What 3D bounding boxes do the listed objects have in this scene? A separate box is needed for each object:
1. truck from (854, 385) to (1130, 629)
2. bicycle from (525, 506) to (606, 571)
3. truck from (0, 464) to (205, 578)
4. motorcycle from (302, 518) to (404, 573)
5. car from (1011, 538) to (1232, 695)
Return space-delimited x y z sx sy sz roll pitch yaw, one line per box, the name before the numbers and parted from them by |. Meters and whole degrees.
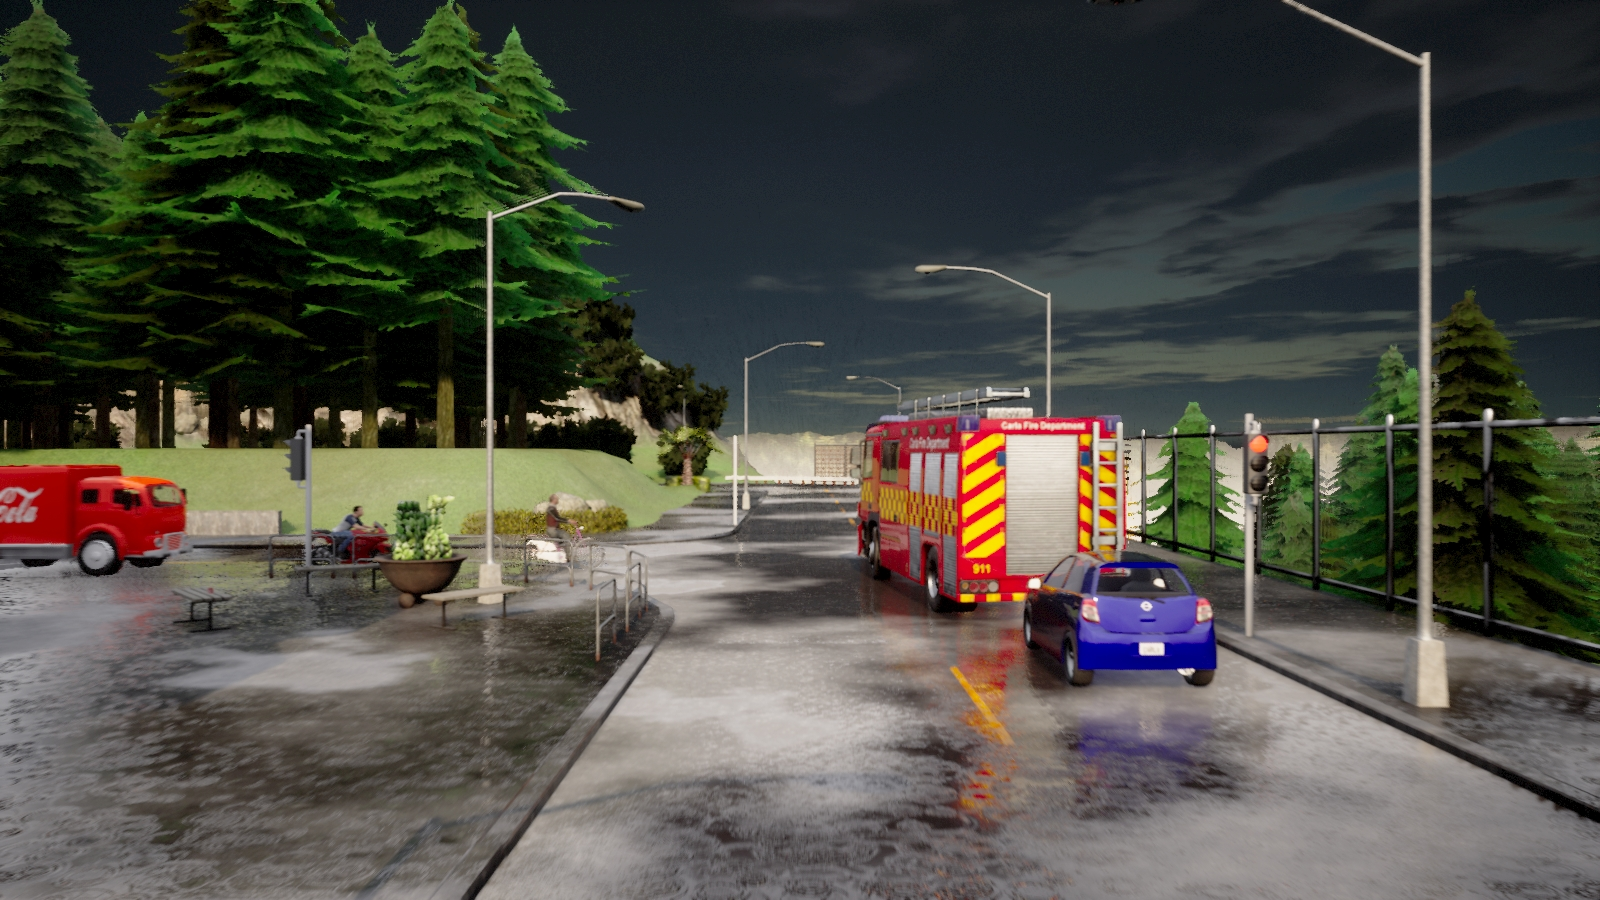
truck | 3.268 0.890 22.338 2.891 3.827 8.468 0 0 -8
bicycle | -5.481 2.060 26.735 1.835 1.471 0.329 0 0 -10
truck | -17.008 1.569 26.322 5.204 2.467 2.627 0 0 0
motorcycle | -10.274 2.186 26.310 2.033 1.199 0.803 0 0 0
car | 4.000 2.038 14.829 1.845 1.501 3.633 0 0 0
